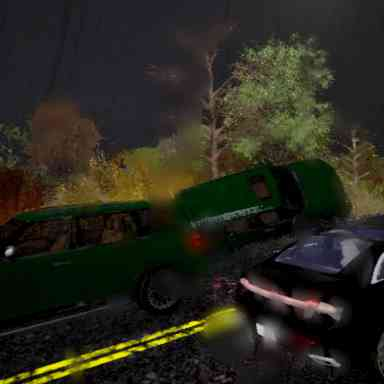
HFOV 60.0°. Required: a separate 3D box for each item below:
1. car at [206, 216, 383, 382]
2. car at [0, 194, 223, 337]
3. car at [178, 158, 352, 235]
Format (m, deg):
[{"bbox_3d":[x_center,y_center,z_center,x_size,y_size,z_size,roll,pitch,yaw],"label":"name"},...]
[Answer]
[{"bbox_3d":[2.903,1.314,5.199,4.902,1.511,2.128,-3,1,-32],"label":"car"},{"bbox_3d":[-2.390,1.280,5.977,5.566,2.045,2.150,-4,1,-32],"label":"car"},{"bbox_3d":[2.086,0.413,10.602,5.566,2.150,2.045,-17,-35,7],"label":"car"}]
